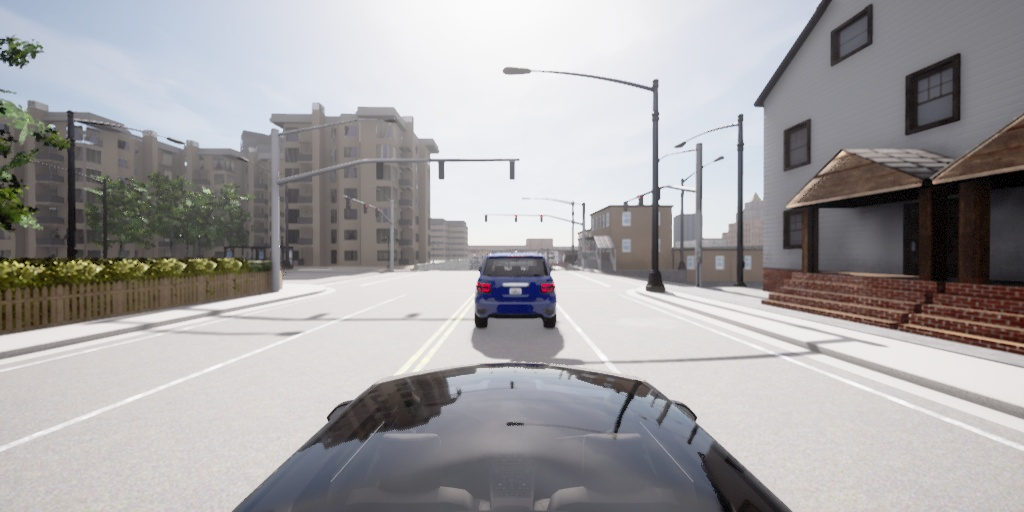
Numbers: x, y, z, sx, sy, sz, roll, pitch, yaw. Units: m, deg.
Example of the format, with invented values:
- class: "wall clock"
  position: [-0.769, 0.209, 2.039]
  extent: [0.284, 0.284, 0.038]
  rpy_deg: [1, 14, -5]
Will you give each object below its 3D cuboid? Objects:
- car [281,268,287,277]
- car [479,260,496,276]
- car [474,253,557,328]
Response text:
- class: "car"
  position: [-20.473, 1.117, 28.461]
  extent: [4.674, 1.442, 1.812]
  rpy_deg: [0, 0, 1]
- class: "car"
  position: [-3.550, 1.832, 52.979]
  extent: [2.097, 1.767, 4.553]
  rpy_deg: [0, -8, 0]
- class: "car"
  position: [0.101, 0.916, 11.256]
  extent: [2.150, 2.045, 5.566]
  rpy_deg: [0, 0, 0]
